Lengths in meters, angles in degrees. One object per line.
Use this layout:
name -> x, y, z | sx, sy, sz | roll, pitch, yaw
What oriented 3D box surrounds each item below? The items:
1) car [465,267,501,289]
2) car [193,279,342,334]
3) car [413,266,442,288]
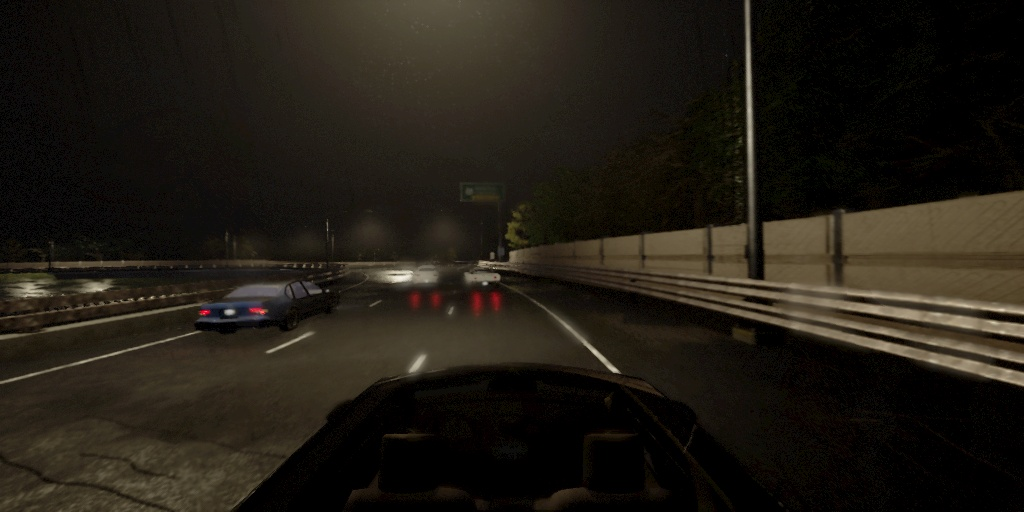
car -> -2.049, 1.396, 23.832 | 1.895, 1.301, 4.718 | -1, 0, -12
car -> -7.224, 1.443, 11.356 | 2.033, 1.411, 5.357 | -1, 0, -6
car -> -5.923, 1.398, 25.084 | 1.812, 1.442, 4.674 | -1, 0, -12
